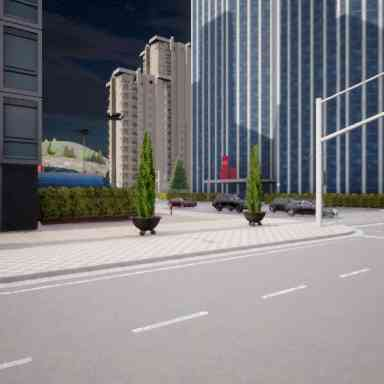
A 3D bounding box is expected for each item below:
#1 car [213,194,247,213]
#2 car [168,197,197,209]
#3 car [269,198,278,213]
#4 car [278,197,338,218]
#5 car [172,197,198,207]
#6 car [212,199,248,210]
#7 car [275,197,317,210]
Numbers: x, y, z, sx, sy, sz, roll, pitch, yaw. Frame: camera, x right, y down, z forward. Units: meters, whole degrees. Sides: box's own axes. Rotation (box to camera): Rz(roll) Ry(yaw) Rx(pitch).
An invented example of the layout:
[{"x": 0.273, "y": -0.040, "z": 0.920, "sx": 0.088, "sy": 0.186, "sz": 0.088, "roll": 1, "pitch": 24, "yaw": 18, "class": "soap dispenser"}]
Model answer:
[{"x": 4.787, "y": 1.231, "z": 37.600, "sx": 2.150, "sy": 2.045, "sz": 5.566, "roll": 0, "pitch": 0, "yaw": -36, "class": "car"}, {"x": -1.500, "y": 1.487, "z": 46.297, "sx": 1.882, "sy": 1.535, "sz": 5.008, "roll": 0, "pitch": 0, "yaw": -36, "class": "car"}, {"x": 10.557, "y": 1.362, "z": 35.596, "sx": 2.097, "sy": 1.767, "sz": 4.553, "roll": 0, "pitch": 0, "yaw": -36, "class": "car"}, {"x": 10.523, "y": 1.501, "z": 29.683, "sx": 2.128, "sy": 1.511, "sz": 4.902, "roll": 0, "pitch": 0, "yaw": -36, "class": "car"}, {"x": -1.096, "y": 1.574, "z": 51.714, "sx": 1.994, "sy": 1.385, "sz": 4.181, "roll": 0, "pitch": 0, "yaw": -36, "class": "car"}, {"x": 4.899, "y": 1.611, "z": 43.415, "sx": 1.895, "sy": 1.301, "sz": 4.718, "roll": 0, "pitch": 0, "yaw": -36, "class": "car"}, {"x": 13.591, "y": 1.504, "z": 43.639, "sx": 2.128, "sy": 1.511, "sz": 4.902, "roll": 0, "pitch": 0, "yaw": -36, "class": "car"}]
